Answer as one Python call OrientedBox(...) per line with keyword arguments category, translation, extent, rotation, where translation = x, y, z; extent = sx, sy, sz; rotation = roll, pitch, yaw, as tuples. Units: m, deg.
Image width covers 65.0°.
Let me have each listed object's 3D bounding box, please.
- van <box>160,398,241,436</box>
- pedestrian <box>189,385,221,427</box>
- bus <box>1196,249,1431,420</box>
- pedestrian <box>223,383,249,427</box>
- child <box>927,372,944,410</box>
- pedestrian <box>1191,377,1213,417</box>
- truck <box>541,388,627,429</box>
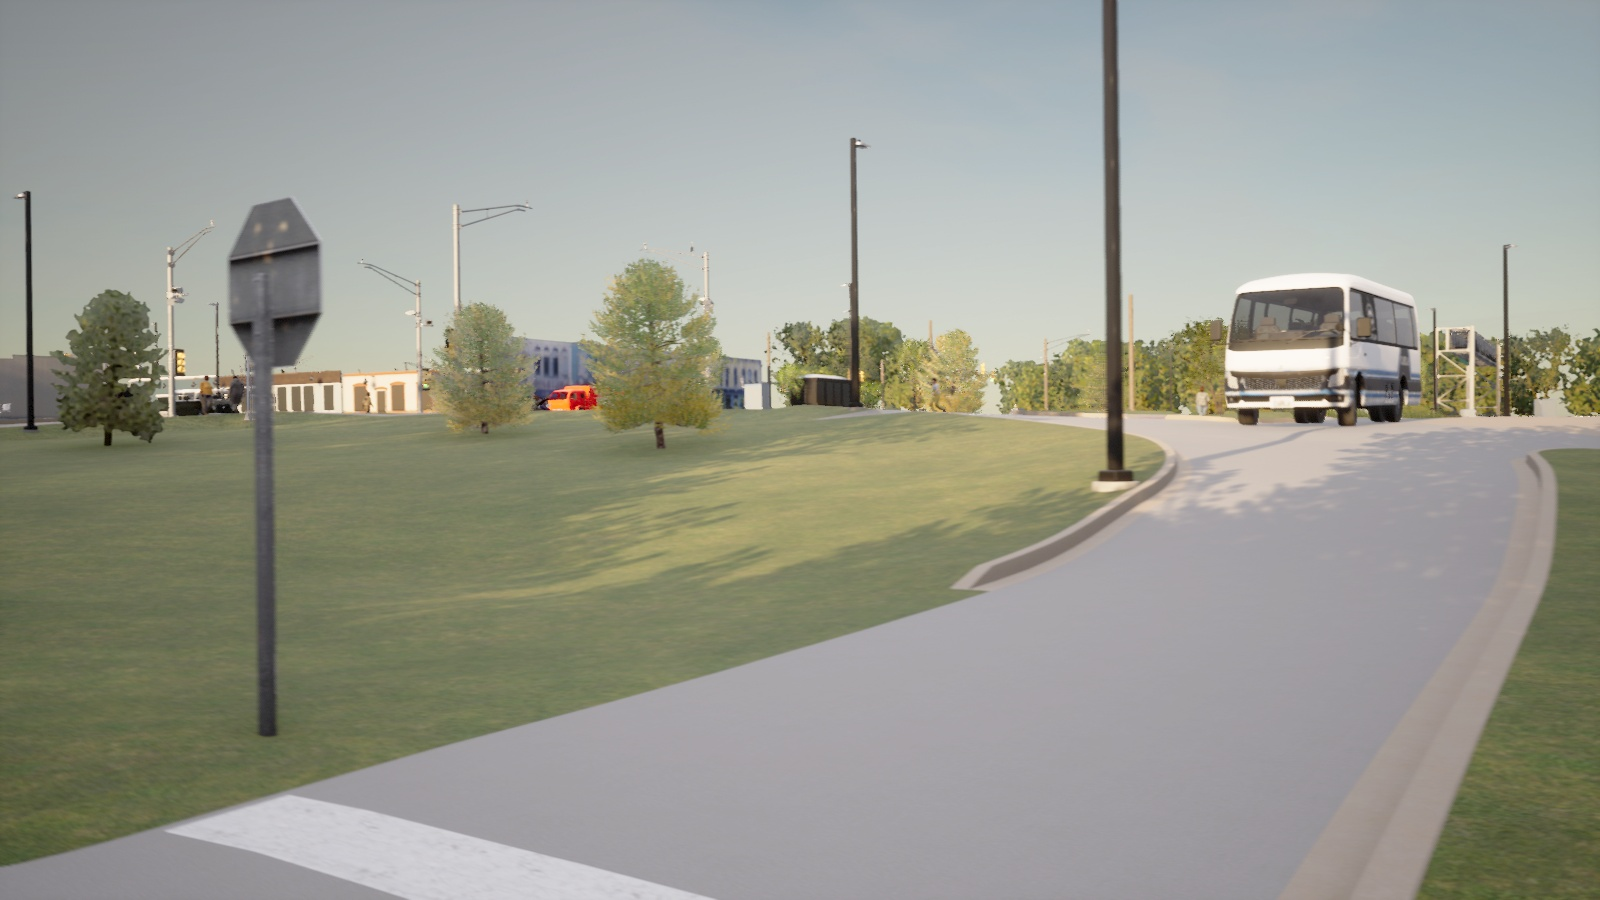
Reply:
OrientedBox(category="van", translation=(-34.321, -1.870, 71.908), extent=(4.480, 2.038, 2.069), rotation=(-1, 0, 33))
OrientedBox(category="pedestrian", translation=(-27.139, -1.987, 57.299), extent=(0.900, 1.855, 0.874), rotation=(-2, 0, 26))
OrientedBox(category="bus", translation=(15.400, -3.147, 36.953), extent=(3.944, 4.253, 10.273), rotation=(0, 2, 37))
OrientedBox(category="pedestrian", translation=(-25.698, -2.049, 57.263), extent=(0.873, 1.952, 0.659), rotation=(-2, 0, 33))
OrientedBox(category="child", translation=(4.468, -1.942, 41.351), extent=(0.437, 1.263, 0.270), rotation=(-2, 0, -30))
OrientedBox(category="pedestrian", translation=(19.417, -2.559, 60.673), extent=(0.874, 1.855, 0.900), rotation=(-2, 0, 25))
OrientedBox(category="truck", translation=(-13.963, -2.643, 81.325), extent=(2.627, 2.467, 5.204), rotation=(-2, 0, 32))
